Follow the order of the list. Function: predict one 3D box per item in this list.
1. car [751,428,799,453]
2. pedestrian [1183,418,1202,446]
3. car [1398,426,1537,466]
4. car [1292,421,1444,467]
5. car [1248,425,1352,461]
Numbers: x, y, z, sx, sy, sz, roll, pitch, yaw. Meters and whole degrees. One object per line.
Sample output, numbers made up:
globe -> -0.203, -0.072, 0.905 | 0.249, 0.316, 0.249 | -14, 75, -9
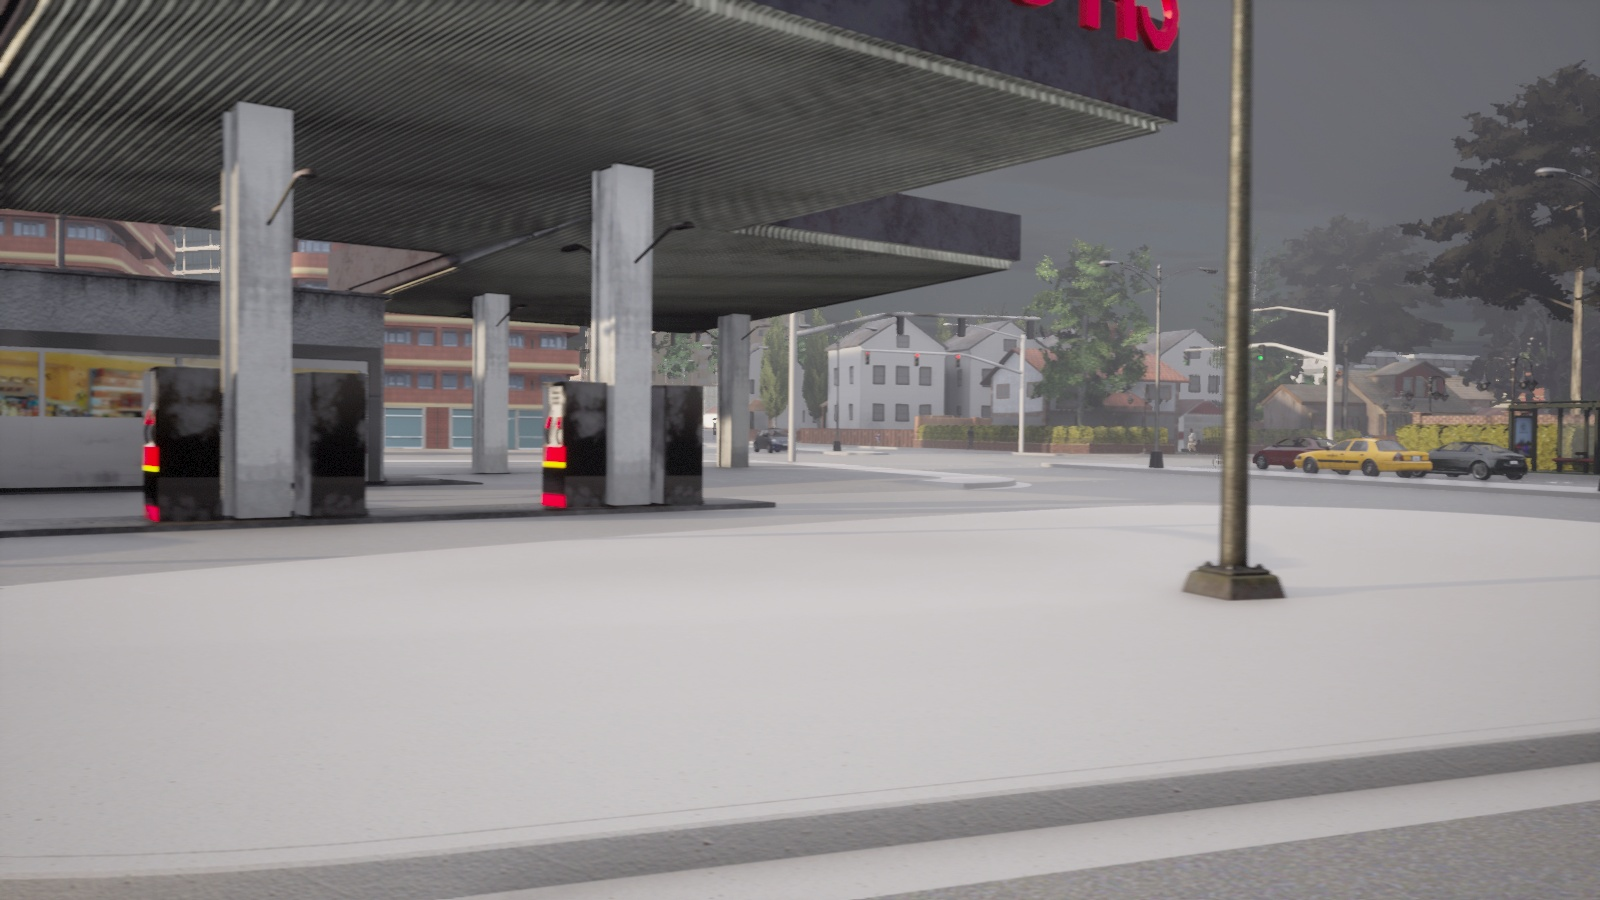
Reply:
car -> -1.667, -0.626, 82.360 | 1.851, 1.617, 3.988 | -1, 1, -21
pedestrian -> 26.849, -1.226, 85.938 | 0.900, 1.855, 0.874 | -1, 1, -22
car -> 24.526, -0.157, 46.297 | 1.994, 1.385, 4.181 | -1, 1, -22
car -> 20.781, -0.240, 46.256 | 1.801, 1.575, 5.366 | -1, 1, -21
car -> 21.498, -0.302, 54.148 | 1.816, 1.474, 4.193 | -1, 1, -21
